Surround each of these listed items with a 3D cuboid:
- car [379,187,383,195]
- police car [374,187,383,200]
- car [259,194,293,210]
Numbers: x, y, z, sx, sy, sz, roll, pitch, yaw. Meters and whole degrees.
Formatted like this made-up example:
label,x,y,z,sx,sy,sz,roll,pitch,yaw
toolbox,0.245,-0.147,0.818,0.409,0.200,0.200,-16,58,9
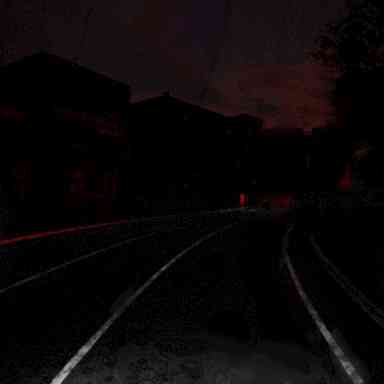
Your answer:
label,x,y,z,sx,sy,sz,roll,pitch,yaw
car,37.543,-0.257,64.032,1.895,1.301,4.718,0,2,40
police car,27.663,0.302,47.384,5.238,1.638,1.930,-2,1,-43
car,8.825,0.958,34.734,1.882,1.535,5.008,0,1,39
